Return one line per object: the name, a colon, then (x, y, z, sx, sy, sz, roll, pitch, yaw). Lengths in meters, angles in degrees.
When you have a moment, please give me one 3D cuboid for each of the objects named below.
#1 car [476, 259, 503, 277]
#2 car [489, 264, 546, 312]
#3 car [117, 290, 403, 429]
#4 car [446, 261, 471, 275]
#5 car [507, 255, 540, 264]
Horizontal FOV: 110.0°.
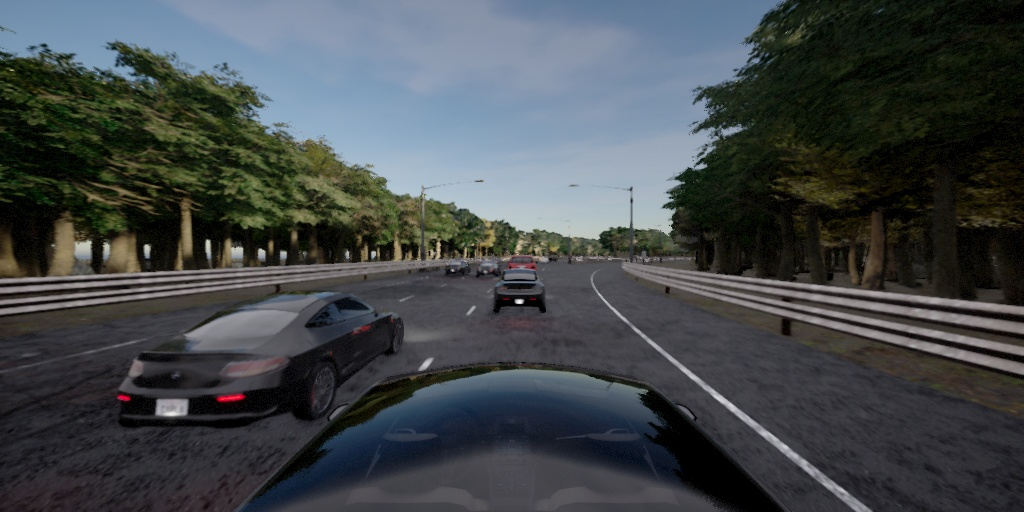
car: (-2.188, 1.239, 34.068, 1.812, 1.442, 4.674, 0, 0, 4)
car: (0.305, 1.256, 14.290, 1.837, 1.490, 4.892, 0, 0, 1)
car: (-3.207, 1.265, 5.694, 1.812, 1.442, 4.674, 0, 0, 0)
car: (-5.541, 1.204, 37.086, 1.812, 1.442, 4.674, 0, 0, 5)
car: (0.816, 0.957, 27.742, 2.150, 2.045, 5.566, 0, 0, 3)
